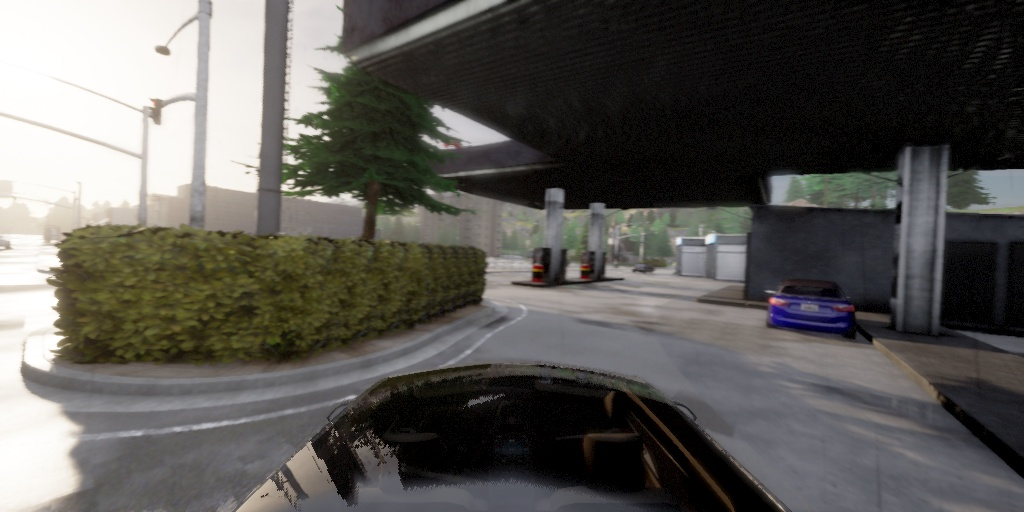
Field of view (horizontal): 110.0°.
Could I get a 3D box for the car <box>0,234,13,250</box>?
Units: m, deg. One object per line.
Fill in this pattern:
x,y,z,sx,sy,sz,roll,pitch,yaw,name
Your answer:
-48.982,-1.376,33.928,4.674,1.442,1.812,3,1,38,car

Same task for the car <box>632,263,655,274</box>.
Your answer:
19.094,1.796,52.101,2.033,1.411,5.357,3,1,38,car
